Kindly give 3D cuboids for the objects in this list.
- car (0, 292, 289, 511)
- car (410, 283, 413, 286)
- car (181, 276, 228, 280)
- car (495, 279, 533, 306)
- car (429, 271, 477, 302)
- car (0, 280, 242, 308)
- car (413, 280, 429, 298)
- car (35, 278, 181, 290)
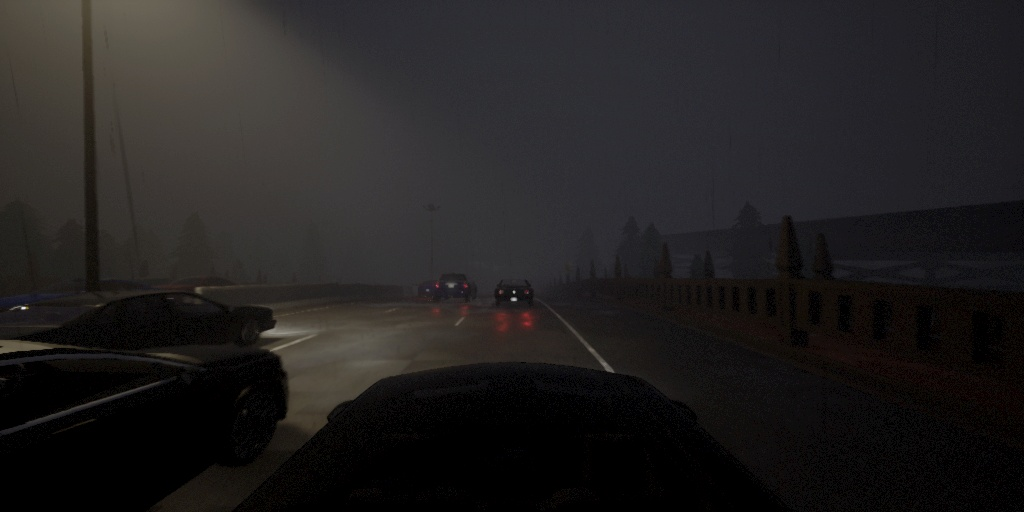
[{"bbox_3d":[-3.400,1.241,2.027,2.128,1.511,4.902,0,0,0],"label":"car"},{"bbox_3d":[-14.059,4.752,52.605,2.097,1.767,4.553,0,-6,0],"label":"car"},{"bbox_3d":[-17.596,1.855,20.081,1.882,1.535,5.008,0,-4,0],"label":"car"},{"bbox_3d":[0.102,1.926,19.401,1.895,1.301,4.718,0,-4,0],"label":"car"},{"bbox_3d":[-3.398,1.874,22.180,2.097,1.767,4.553,0,-4,0],"label":"car"},{"bbox_3d":[-6.901,1.333,6.608,2.033,1.411,5.357,0,-1,0],"label":"car"},{"bbox_3d":[-6.897,2.879,31.811,1.882,1.535,5.008,0,-6,0],"label":"car"},{"bbox_3d":[-14.098,1.463,11.813,1.812,1.442,4.674,0,-2,0],"label":"car"}]
